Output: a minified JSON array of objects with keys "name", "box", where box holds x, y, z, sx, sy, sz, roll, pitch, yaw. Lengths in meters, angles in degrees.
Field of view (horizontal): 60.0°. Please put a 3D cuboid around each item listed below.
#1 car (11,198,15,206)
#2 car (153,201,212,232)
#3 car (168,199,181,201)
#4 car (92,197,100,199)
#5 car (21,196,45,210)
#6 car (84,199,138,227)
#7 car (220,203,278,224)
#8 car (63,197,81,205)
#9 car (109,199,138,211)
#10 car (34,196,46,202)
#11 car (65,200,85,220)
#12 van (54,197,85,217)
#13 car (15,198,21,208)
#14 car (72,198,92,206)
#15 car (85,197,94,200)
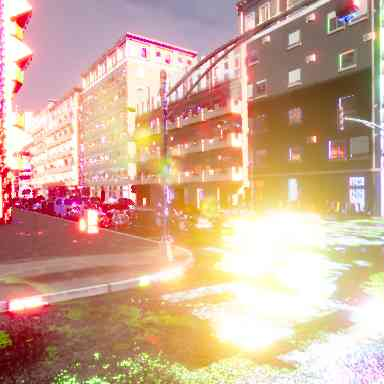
[{"name":"car","box":[-31.776,1.782,59.860,1.887,1.381,4.507,-1,1,-36]},{"name":"car","box":[-0.649,1.564,21.126,1.837,1.490,4.892,-1,0,-34]},{"name":"car","box":[-2.335,1.441,33.322,1.967,1.590,4.097,-1,1,-36]},{"name":"car","box":[-15.275,1.502,51.284,1.967,1.590,4.097,-1,1,-36]},{"name":"car","box":[-22.074,1.628,46.387,1.967,1.590,4.097,-1,1,-36]},{"name":"car","box":[-5.900,1.553,23.935,1.967,1.590,4.097,-1,1,-36]},{"name":"car","box":[4.036,1.498,24.480,1.752,1.417,4.829,-1,1,-36]},{"name":"car","box":[-21.742,1.645,60.266,2.008,1.369,4.403,-1,1,-36]},{"name":"car","box":[-8.803,1.581,42.304,2.008,1.369,4.403,-1,1,-36]},{"name":"car","box":[-37.916,1.728,82.719,1.887,1.381,4.507,-1,1,-36]},{"name":"car","box":[-9.034,1.652,28.288,1.752,1.417,4.829,-1,1,-36]},{"name":"van","box":[-12.371,1.483,32.914,1.690,1.788,3.998,-1,1,-36]},{"name":"car","box":[-25.307,1.769,50.878,1.947,1.339,4.313,-1,1,-36]},{"name":"car","box":[-18.508,1.643,55.776,1.947,1.339,4.313,-1,1,-36]},{"name":"car","box":[-13.790,1.666,39.343,2.033,1.411,5.357,-1,0,-36]}]
